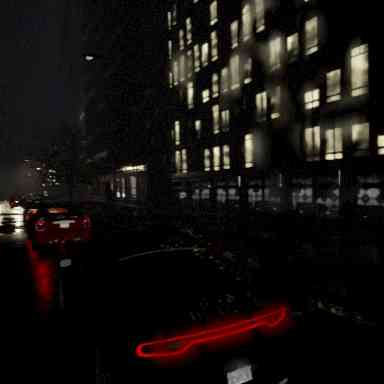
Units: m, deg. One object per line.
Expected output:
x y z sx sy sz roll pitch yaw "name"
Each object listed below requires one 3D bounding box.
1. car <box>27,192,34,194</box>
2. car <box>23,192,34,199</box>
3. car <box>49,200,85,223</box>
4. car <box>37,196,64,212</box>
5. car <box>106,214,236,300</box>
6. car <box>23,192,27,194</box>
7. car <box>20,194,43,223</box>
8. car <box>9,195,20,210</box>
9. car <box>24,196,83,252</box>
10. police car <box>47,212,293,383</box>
-22.621 0.962 48.776 1.967 1.590 4.097 -2 1 -29 "car"
-36.242 0.835 73.768 1.887 1.381 4.507 -2 1 -29 "car"
-8.996 1.311 23.789 1.802 1.307 4.206 -2 1 -29 "car"
-14.446 1.202 33.785 2.008 1.369 4.403 -2 1 -29 "car"
-0.823 1.418 8.794 1.802 1.307 4.206 -2 1 -29 "car"
-25.870 1.149 49.122 1.994 1.385 4.181 -2 1 -29 "car"
-8.433 1.160 19.001 2.097 1.767 4.553 -2 1 -29 "car"
-19.894 1.283 38.210 1.895 1.301 4.718 -2 1 -28 "car"
-5.562 1.198 13.733 2.097 1.767 4.553 -2 1 -29 "car"
-0.840 1.335 5.077 1.930 1.638 5.238 -2 1 -29 "police car"
